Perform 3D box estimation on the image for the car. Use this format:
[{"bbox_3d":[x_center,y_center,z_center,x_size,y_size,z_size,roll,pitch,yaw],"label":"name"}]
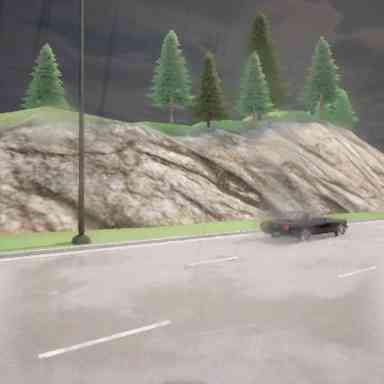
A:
[{"bbox_3d":[5.633,1.601,16.383,4.718,1.301,1.895,0,0,-36],"label":"car"}]
